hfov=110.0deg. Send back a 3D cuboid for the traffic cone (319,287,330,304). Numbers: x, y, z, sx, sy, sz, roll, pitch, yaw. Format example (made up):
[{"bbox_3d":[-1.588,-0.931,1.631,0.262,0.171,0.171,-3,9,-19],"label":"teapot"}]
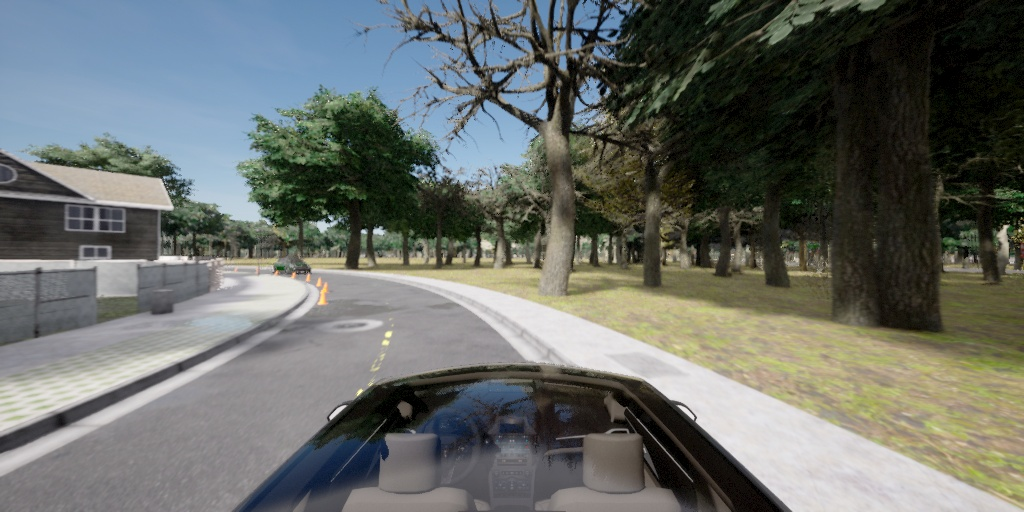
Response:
[{"bbox_3d":[-7.785,1.674,14.787,0.340,0.580,0.340,0,0,-24],"label":"traffic cone"}]

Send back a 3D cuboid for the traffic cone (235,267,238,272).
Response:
[{"bbox_3d":[-29.987,1.471,39.003,0.340,0.580,0.340,0,0,31],"label":"traffic cone"}]

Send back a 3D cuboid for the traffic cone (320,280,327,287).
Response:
[{"bbox_3d":[-9.894,1.656,19.060,0.340,0.580,0.340,0,0,-29],"label":"traffic cone"}]

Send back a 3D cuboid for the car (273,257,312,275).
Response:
[{"bbox_3d":[-21.891,0.934,35.753,4.553,1.767,2.097,0,0,37],"label":"car"}]

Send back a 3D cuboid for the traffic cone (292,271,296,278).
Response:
[{"bbox_3d":[-18.491,1.572,30.424,0.340,0.580,0.340,0,0,45],"label":"traffic cone"}]

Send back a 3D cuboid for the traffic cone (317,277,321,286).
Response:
[{"bbox_3d":[-12.397,1.632,23.114,0.340,0.580,0.340,0,0,-34],"label":"traffic cone"}]

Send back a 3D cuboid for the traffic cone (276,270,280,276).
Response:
[{"bbox_3d":[-22.029,1.540,33.616,0.340,0.580,0.340,0,0,39],"label":"traffic cone"}]

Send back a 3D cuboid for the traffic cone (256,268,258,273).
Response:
[{"bbox_3d":[-25.852,1.506,36.458,0.340,0.580,0.340,0,0,34],"label":"traffic cone"}]

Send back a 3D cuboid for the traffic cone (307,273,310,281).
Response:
[{"bbox_3d":[-15.270,1.603,26.912,0.340,0.580,0.340,0,0,-40],"label":"traffic cone"}]
